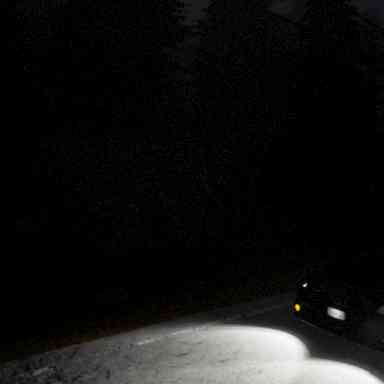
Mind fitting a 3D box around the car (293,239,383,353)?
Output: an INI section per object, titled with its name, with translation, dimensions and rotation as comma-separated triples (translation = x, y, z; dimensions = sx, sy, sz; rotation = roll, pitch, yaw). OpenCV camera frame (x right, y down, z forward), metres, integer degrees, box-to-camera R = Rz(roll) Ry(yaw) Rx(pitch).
[car]
translation = 3.768, 1.559, 5.803
dimensions = 4.181, 1.385, 1.994
rotation = 0, 0, -31
